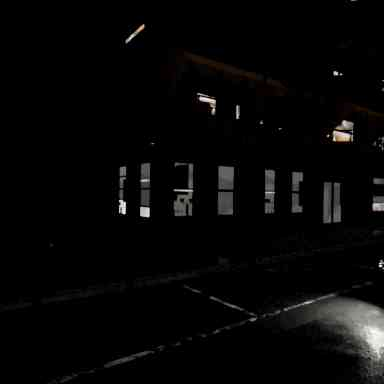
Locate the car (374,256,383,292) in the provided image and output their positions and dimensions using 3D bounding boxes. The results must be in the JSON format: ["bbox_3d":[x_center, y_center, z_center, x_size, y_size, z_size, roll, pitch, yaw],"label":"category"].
[{"bbox_3d":[6.100,1.528,7.702,4.674,1.442,1.812,0,0,-35],"label":"car"}]
